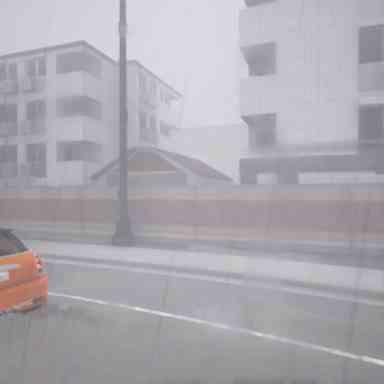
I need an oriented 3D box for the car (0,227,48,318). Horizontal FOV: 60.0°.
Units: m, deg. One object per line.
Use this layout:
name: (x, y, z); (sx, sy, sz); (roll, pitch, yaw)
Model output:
car: (-4.926, 1.365, 6.106); (4.553, 1.767, 2.097); (0, 0, 25)
